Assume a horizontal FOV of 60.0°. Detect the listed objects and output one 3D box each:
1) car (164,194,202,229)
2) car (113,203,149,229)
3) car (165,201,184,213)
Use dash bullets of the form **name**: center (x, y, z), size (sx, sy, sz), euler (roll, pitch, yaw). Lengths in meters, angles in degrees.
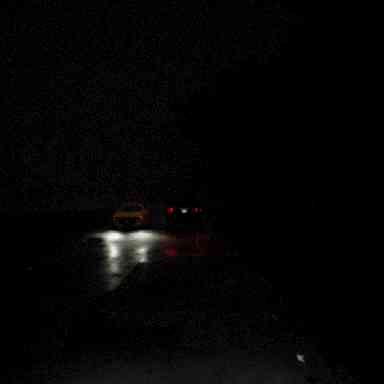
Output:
- **car**: center (-0.586, 1.165, 21.026), size (2.150, 2.045, 5.566), euler (0, 0, -3)
- **car**: center (-3.815, 1.431, 21.299), size (1.882, 1.535, 5.008), euler (0, 0, -4)
- **car**: center (-2.281, 1.765, 40.979), size (2.033, 1.411, 5.357), euler (0, -1, -6)
